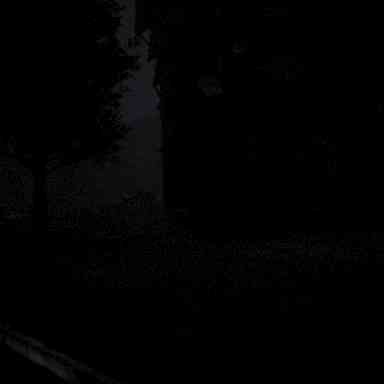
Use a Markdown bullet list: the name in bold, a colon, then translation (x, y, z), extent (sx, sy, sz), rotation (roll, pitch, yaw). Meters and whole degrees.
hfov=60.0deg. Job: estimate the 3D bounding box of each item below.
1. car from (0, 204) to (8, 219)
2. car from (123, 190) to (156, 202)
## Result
- **car**: translation (-14.114, 1.168, 21.795), extent (1.882, 1.535, 5.008), rotation (-3, 1, 0)
- **car**: translation (-6.138, 0.410, 39.265), extent (1.994, 1.385, 4.181), rotation (-3, 1, 35)
